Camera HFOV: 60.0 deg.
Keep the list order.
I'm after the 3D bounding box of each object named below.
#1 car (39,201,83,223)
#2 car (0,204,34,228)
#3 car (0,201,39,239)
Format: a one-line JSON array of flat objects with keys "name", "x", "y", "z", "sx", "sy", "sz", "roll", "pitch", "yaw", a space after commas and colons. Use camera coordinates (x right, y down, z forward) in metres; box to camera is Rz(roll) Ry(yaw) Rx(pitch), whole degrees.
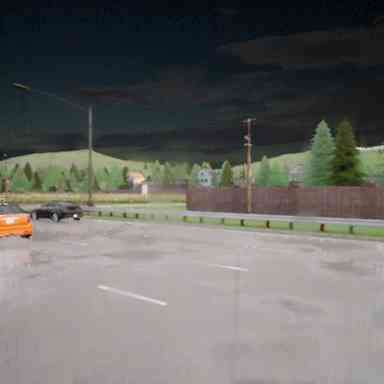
[{"name": "car", "x": -10.148, "y": 1.416, "z": 24.862, "sx": 4.892, "sy": 1.490, "sz": 1.837, "roll": 0, "pitch": 0, "yaw": 37}, {"name": "car", "x": -12.849, "y": 1.523, "z": 22.515, "sx": 4.718, "sy": 1.301, "sz": 1.895, "roll": 0, "pitch": 0, "yaw": 37}, {"name": "car", "x": -9.522, "y": 1.298, "z": 15.643, "sx": 4.553, "sy": 1.767, "sz": 2.097, "roll": 0, "pitch": 0, "yaw": 37}]
